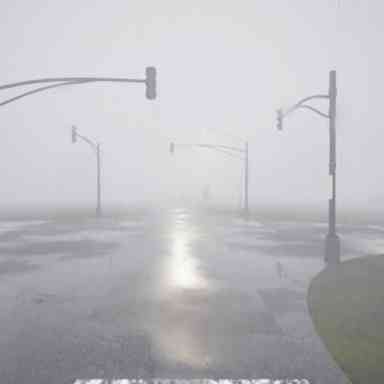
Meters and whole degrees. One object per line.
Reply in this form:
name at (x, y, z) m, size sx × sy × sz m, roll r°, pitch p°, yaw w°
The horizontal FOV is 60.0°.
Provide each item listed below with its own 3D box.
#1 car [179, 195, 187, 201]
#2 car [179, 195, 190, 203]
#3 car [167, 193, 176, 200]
car at (-2.185, 1.512, 80.154) m, size 1.895 × 1.301 × 4.718 m, roll 0°, pitch 0°, yaw -4°
car at (-1.587, 1.342, 70.079) m, size 2.097 × 1.767 × 4.553 m, roll 0°, pitch 0°, yaw -3°
car at (-4.572, 0.970, 74.173) m, size 2.097 × 1.767 × 4.553 m, roll 0°, pitch 0°, yaw -3°
